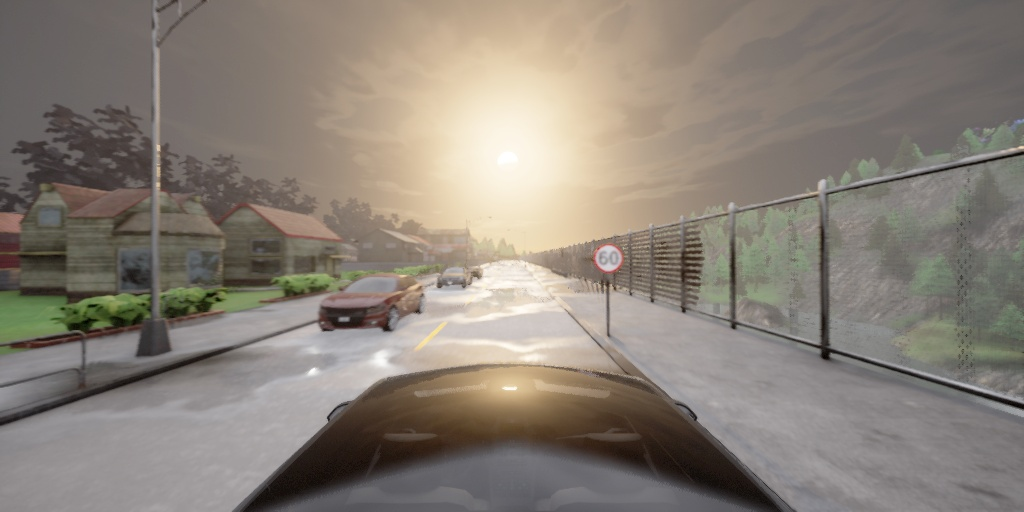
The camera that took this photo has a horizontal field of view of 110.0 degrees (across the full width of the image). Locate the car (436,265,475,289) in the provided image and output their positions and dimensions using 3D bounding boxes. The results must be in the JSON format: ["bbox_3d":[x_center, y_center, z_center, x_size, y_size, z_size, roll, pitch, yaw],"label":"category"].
[{"bbox_3d":[-3.930,1.467,25.082,1.812,1.442,4.674,0,0,0],"label":"car"}]

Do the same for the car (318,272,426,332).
[{"bbox_3d":[-4.134,1.303,11.362,1.882,1.535,5.008,0,0,0],"label":"car"}]

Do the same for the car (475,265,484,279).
[{"bbox_3d":[-3.871,1.561,34.768,1.895,1.301,4.718,0,0,1],"label":"car"}]
